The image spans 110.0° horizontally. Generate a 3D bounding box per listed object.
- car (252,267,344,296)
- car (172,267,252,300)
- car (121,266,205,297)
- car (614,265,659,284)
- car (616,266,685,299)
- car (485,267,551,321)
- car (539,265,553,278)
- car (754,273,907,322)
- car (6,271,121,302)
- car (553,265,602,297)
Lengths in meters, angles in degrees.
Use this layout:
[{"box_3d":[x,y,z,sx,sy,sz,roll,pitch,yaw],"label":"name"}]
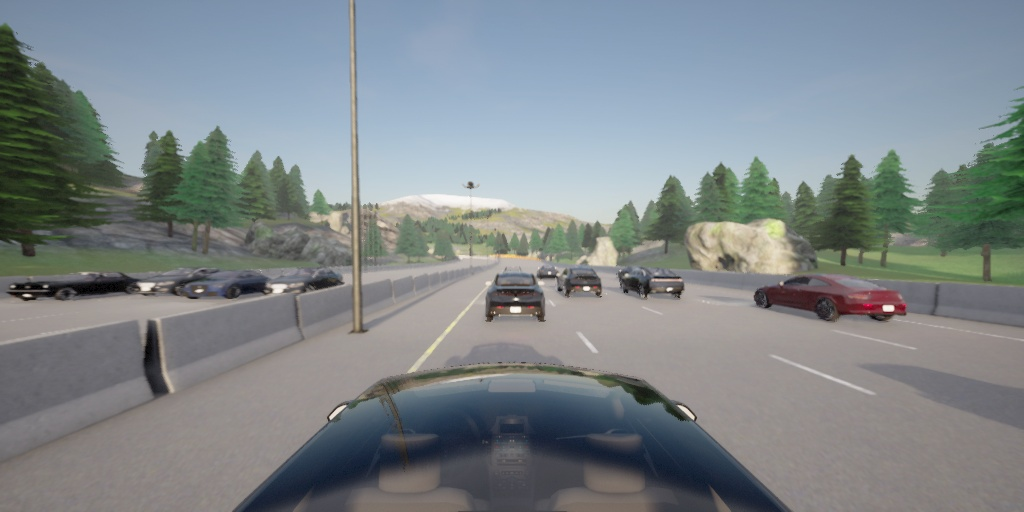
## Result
[{"box_3d":[-10.594,1.330,18.707,2.128,1.511,4.902,0,-1,0],"label":"car"},{"box_3d":[-14.093,1.398,18.146,1.994,1.385,4.181,0,-1,0],"label":"car"},{"box_3d":[-17.592,1.339,19.683,2.128,1.511,4.902,0,-1,0],"label":"car"},{"box_3d":[10.608,1.524,30.961,2.033,1.411,5.357,0,-1,0],"label":"car"},{"box_3d":[7.105,1.331,18.605,2.128,1.511,4.902,0,-1,0],"label":"car"},{"box_3d":[0.103,1.299,12.615,1.837,1.490,4.892,0,0,0],"label":"car"},{"box_3d":[3.609,1.619,36.389,1.994,1.385,4.181,0,-1,0],"label":"car"},{"box_3d":[10.604,1.320,12.401,1.812,1.442,4.674,0,0,0],"label":"car"},{"box_3d":[-21.094,1.432,17.812,1.895,1.301,4.718,0,0,0],"label":"car"},{"box_3d":[3.605,1.353,19.735,1.837,1.490,4.892,0,-1,0],"label":"car"}]
